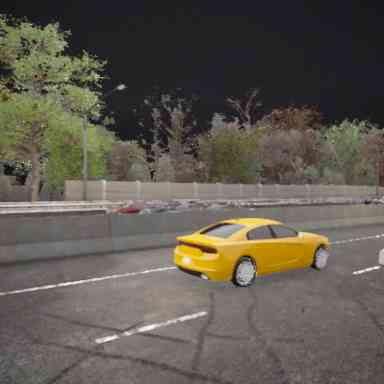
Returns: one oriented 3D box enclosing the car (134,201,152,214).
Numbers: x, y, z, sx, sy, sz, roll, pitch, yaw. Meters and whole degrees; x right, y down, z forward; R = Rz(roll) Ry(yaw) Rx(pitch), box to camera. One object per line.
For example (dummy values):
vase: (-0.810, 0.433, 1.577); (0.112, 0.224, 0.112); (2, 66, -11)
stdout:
car: (-2.073, 1.530, 28.308); (4.892, 1.490, 1.837); (0, 0, -35)

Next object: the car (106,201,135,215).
car: (-5.320, 1.549, 29.710); (4.674, 1.442, 1.812); (0, 0, -38)

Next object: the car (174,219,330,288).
car: (1.881, 1.489, 9.390); (5.008, 1.535, 1.882); (0, 0, -35)

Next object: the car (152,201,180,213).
car: (-0.236, 1.531, 25.319); (4.892, 1.490, 1.837); (0, 0, -35)

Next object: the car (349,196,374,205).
car: (27.285, 1.484, 53.484); (4.553, 1.767, 2.097); (0, 0, -35)

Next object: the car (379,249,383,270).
car: (6.938, 1.620, 8.695); (4.718, 1.301, 1.895); (0, 0, -35)

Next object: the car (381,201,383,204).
car: (31.724, 1.619, 52.338); (5.008, 1.535, 1.882); (0, 0, -35)

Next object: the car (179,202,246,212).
car: (1.825, 1.532, 22.490); (4.892, 1.490, 1.837); (0, 0, -35)
